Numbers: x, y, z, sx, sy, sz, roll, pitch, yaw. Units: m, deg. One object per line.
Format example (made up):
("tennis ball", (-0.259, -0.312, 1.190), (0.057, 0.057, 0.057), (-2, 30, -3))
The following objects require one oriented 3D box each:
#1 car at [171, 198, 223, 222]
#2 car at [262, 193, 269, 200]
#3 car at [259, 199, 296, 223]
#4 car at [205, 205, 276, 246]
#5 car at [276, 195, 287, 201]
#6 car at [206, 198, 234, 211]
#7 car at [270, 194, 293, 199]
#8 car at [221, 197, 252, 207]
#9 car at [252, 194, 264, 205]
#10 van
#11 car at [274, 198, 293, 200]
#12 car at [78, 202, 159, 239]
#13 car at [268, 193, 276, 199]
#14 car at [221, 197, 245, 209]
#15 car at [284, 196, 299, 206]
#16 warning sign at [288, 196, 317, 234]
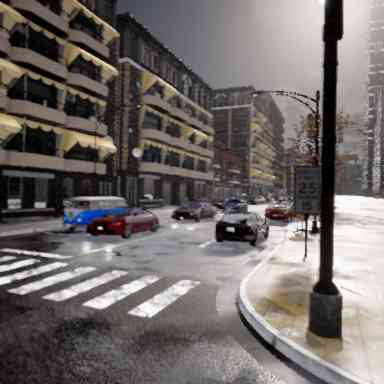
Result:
("car", (0.334, 1.418, 25.308), (2.033, 1.411, 5.357), (1, 0, 23))
("car", (12.014, 1.379, 59.401), (1.752, 1.417, 4.829), (2, 1, 23))
("car", (6.721, 1.529, 25.523), (1.887, 1.381, 4.507), (2, 1, 23))
("car", (2.364, 1.542, 15.273), (1.947, 1.339, 4.313), (2, 1, 23))
("car", (22.971, 1.430, 85.188), (1.887, 1.381, 4.507), (2, 1, 23))
("car", (3.366, 1.398, 39.054), (1.947, 1.339, 4.313), (2, 1, 23))
("car", (12.841, 1.445, 46.574), (2.128, 1.511, 4.902), (1, 0, 23))
("car", (4.613, 1.405, 35.366), (1.812, 1.442, 4.674), (1, 0, 23))
("car", (9.901, 1.414, 54.432), (1.947, 1.339, 4.313), (2, 1, 23))
("van", (-5.340, 1.157, 18.548), (1.690, 1.788, 3.998), (2, 1, 23))
("car", (8.899, 1.539, 30.649), (2.008, 1.369, 4.403), (2, 1, 23))
("car", (-3.338, 1.428, 16.684), (1.994, 1.385, 4.181), (1, 0, 23))
("car", (14.266, 1.175, 64.681), (2.192, 1.841, 5.009), (2, 1, 23))
("car", (5.545, 1.388, 44.180), (2.008, 1.369, 4.403), (2, 1, 23))
("car", (16.902, 1.468, 56.140), (1.837, 1.490, 4.892), (1, 0, 23))
("warning sign", (5.693, 1.139, 17.073), (1.300, 1.860, 1.060), (0, -1, 23))
